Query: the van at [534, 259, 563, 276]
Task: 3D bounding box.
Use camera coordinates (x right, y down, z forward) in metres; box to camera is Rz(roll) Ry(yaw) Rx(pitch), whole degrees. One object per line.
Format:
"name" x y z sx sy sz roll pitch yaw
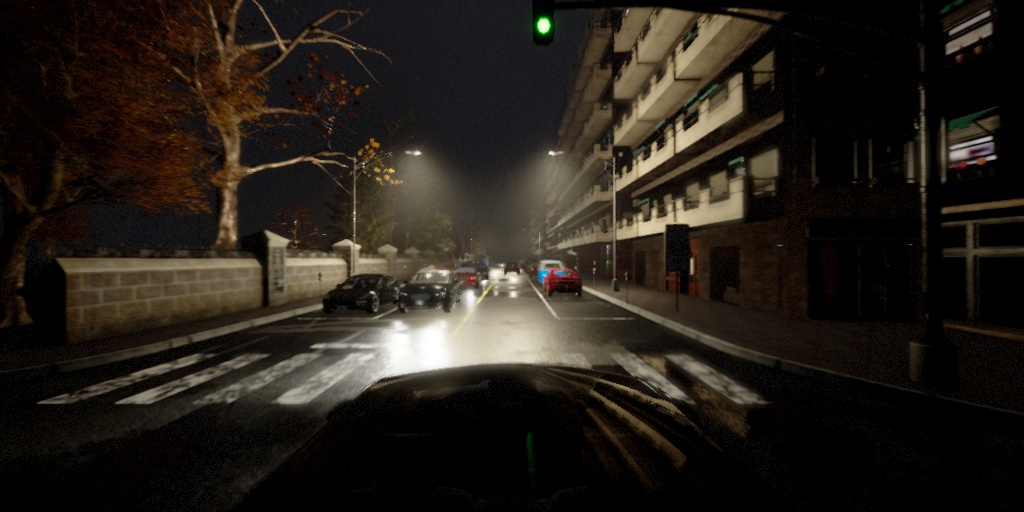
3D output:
"van" 2.688 1.209 25.438 1.690 1.789 3.998 0 0 0

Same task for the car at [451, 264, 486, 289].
"car" -3.099 1.427 24.423 1.994 1.385 4.181 0 0 0

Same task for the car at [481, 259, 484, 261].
"car" -5.696 1.469 53.586 1.967 1.591 4.097 0 0 0

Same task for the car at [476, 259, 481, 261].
"car" -5.695 1.435 47.957 1.967 1.591 4.097 0 0 0

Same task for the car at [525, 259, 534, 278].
"car" 2.686 1.370 36.698 1.967 1.591 4.097 0 0 0

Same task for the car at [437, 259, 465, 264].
"car" -5.694 1.214 31.067 2.192 1.841 5.009 0 0 0

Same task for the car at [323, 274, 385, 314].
"car" -5.692 1.376 14.176 1.948 1.339 4.313 0 0 0

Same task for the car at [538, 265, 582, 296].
"car" 2.688 1.384 19.807 1.888 1.381 4.507 0 0 0

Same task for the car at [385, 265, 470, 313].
"car" -3.111 1.303 14.410 2.128 1.511 4.902 0 0 -1

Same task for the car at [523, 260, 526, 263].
"car" 2.685 1.540 47.957 1.888 1.381 4.507 0 0 0

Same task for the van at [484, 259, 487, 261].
"van" -5.698 1.440 64.846 1.690 1.789 3.998 0 0 0

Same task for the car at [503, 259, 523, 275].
"car" -0.005 1.468 42.480 1.837 1.490 4.892 0 0 0

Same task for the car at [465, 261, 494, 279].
"car" -3.100 1.468 35.017 2.033 1.411 5.357 0 0 0

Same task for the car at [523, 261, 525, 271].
"car" 2.685 1.513 42.328 2.007 1.370 4.403 0 0 0

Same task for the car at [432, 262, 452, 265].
"car" -5.693 1.394 25.267 1.751 1.417 4.829 0 0 0
